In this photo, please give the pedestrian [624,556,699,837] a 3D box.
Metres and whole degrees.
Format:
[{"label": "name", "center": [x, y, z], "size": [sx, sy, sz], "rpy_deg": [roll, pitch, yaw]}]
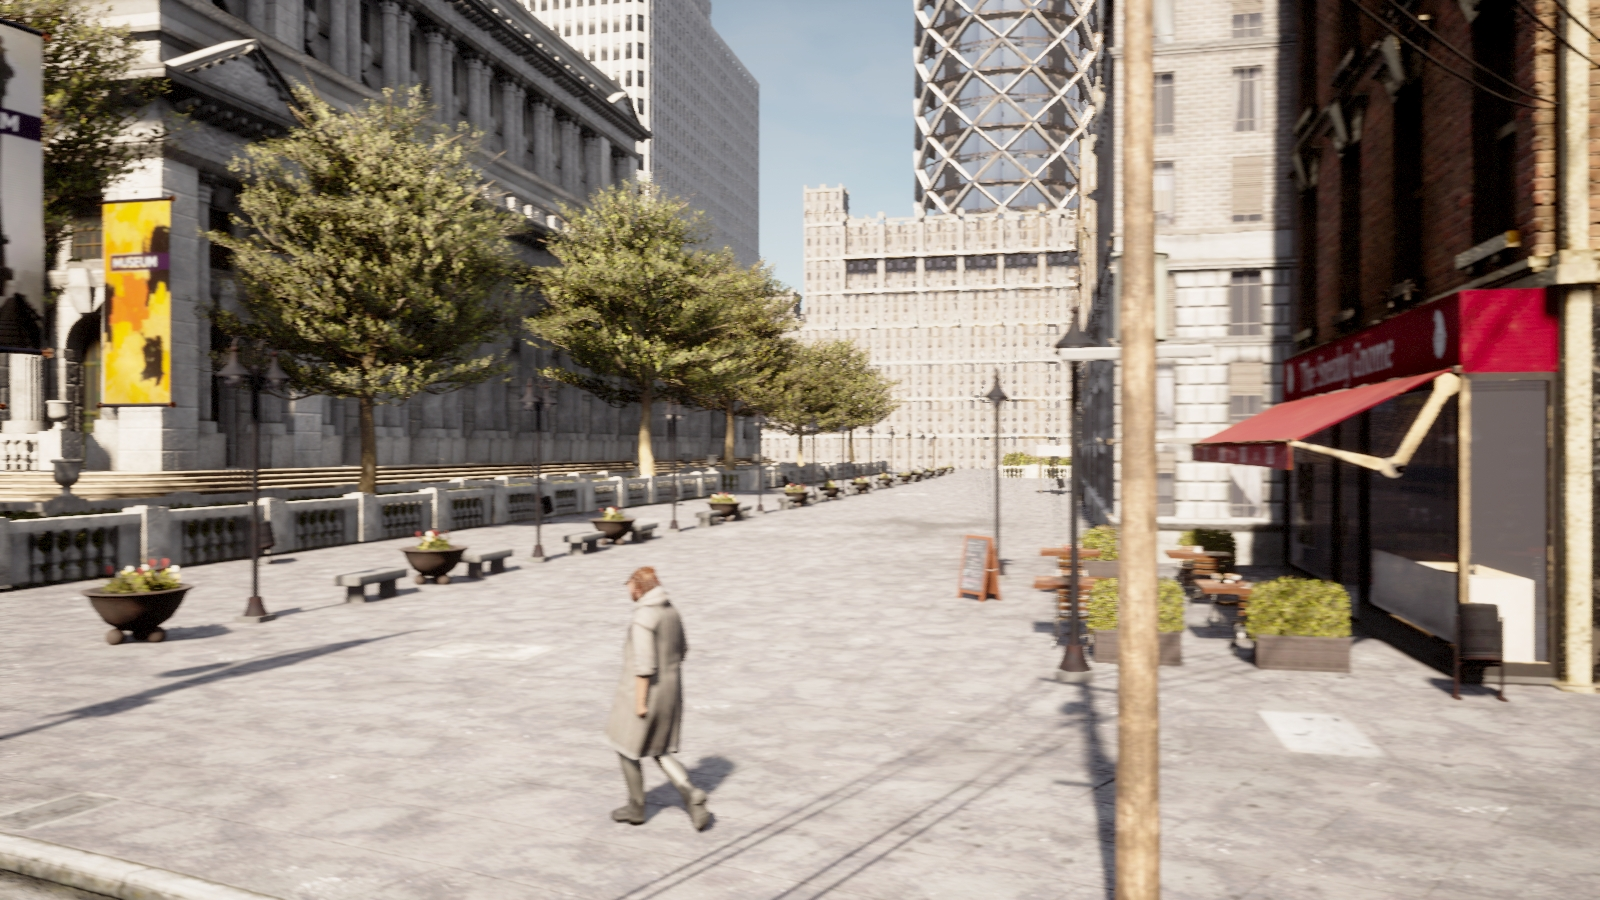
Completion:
[{"label": "pedestrian", "center": [-0.969, 1.693, 7.999], "size": [0.375, 1.860, 0.375], "rpy_deg": [0, 0, 28]}]
